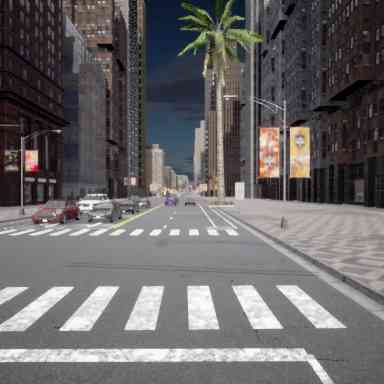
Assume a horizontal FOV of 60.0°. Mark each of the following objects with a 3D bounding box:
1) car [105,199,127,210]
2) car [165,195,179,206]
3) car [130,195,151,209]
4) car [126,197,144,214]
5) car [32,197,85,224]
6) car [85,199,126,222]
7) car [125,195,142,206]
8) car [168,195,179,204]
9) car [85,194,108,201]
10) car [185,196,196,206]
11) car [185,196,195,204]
[{"bbox_3d":[-10.091,1.620,44.392,1.895,1.301,4.718,0,0,0],"label":"car"},{"bbox_3d":[-3.571,1.565,56.537,1.812,1.442,4.674,0,0,0],"label":"car"},{"bbox_3d":[-6.850,1.513,46.161,2.128,1.511,4.902,0,0,0],"label":"car"},{"bbox_3d":[-6.800,1.558,35.865,2.033,1.411,5.357,0,0,0],"label":"car"},{"bbox_3d":[-9.986,1.357,24.785,2.097,1.767,4.553,0,0,0],"label":"car"},{"bbox_3d":[-6.741,1.531,26.194,1.812,1.442,4.674,0,0,0],"label":"car"},{"bbox_3d":[-10.105,1.393,57.809,2.097,1.767,4.553,0,0,0],"label":"car"},{"bbox_3d":[-3.628,1.413,66.513,2.097,1.767,4.553,0,0,0],"label":"car"},{"bbox_3d":[-10.042,1.231,34.272,2.150,2.045,5.566,0,0,0],"label":"car"},{"bbox_3d":[-0.319,1.586,56.139,2.033,1.411,5.357,0,0,0],"label":"car"},{"bbox_3d":[-0.378,1.539,66.561,1.882,1.535,5.008,0,0,0],"label":"car"}]
